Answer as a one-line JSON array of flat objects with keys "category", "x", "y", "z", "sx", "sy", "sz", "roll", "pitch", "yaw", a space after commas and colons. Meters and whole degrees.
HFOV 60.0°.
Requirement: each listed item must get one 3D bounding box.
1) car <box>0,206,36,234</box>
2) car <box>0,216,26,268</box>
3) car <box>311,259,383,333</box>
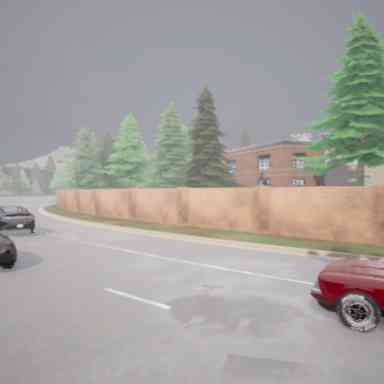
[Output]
[{"category": "car", "x": -10.375, "y": 1.521, "z": 18.789, "sx": 2.128, "sy": 1.511, "sz": 4.902, "roll": 0, "pitch": 0, "yaw": -41}, {"category": "car", "x": -7.094, "y": 1.578, "z": 10.323, "sx": 4.181, "sy": 1.385, "sz": 1.994, "roll": 0, "pitch": 0, "yaw": 43}, {"category": "car", "x": 4.437, "y": 1.624, "z": 5.192, "sx": 4.718, "sy": 1.301, "sz": 1.895, "roll": 0, "pitch": 0, "yaw": 35}]
